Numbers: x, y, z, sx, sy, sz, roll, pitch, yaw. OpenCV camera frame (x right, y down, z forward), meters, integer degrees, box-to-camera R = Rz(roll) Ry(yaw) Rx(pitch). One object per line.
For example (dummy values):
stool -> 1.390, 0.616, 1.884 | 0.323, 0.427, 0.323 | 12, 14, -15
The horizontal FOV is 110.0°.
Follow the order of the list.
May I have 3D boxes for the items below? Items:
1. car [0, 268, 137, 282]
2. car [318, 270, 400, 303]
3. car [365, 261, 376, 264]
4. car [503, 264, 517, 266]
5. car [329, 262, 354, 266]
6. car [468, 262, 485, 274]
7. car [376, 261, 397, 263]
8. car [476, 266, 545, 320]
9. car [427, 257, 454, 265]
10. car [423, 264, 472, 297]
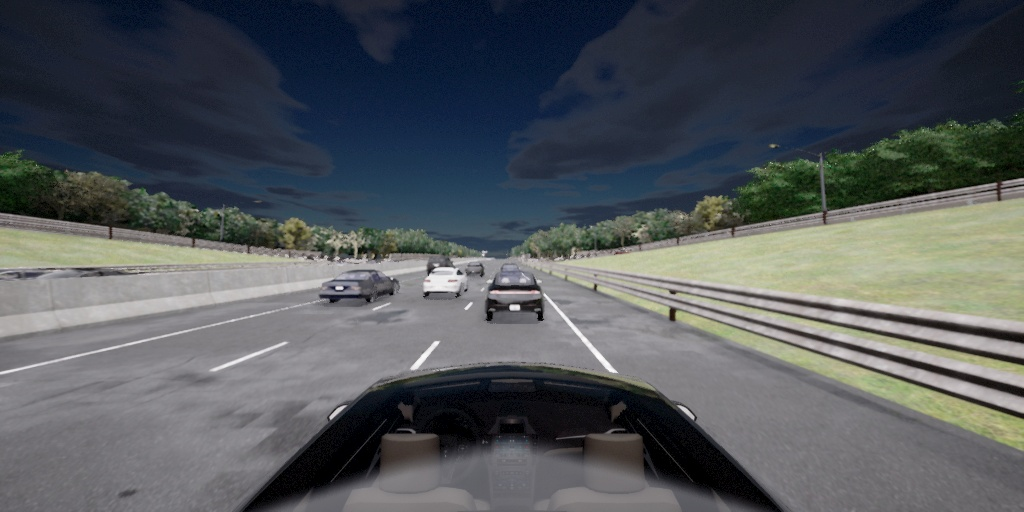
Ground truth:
car -> -17.629, 1.296, 14.544 | 1.837, 1.490, 4.892 | 0, 0, 0
car -> -6.930, 1.347, 16.864 | 2.033, 1.411, 5.357 | 0, 0, 0
car -> -21.961, 1.467, 56.342 | 1.994, 1.385, 4.181 | 0, 0, -1
car -> -0.206, 1.400, 32.577 | 2.033, 1.411, 5.357 | 0, 0, -1
car -> -25.405, 1.496, 53.528 | 1.895, 1.301, 4.718 | 0, 0, -1
car -> -3.839, 1.357, 37.803 | 2.128, 1.511, 4.902 | 0, 0, -1
car -> -18.439, 1.449, 54.952 | 2.033, 1.411, 5.357 | 0, 0, -1
car -> 0.085, 1.278, 12.792 | 2.128, 1.511, 4.902 | 0, 0, 0
car -> -7.317, 1.083, 36.953 | 2.150, 2.045, 5.566 | 0, 0, -1
car -> -3.454, 1.333, 19.100 | 1.812, 1.442, 4.674 | 0, 0, -1
